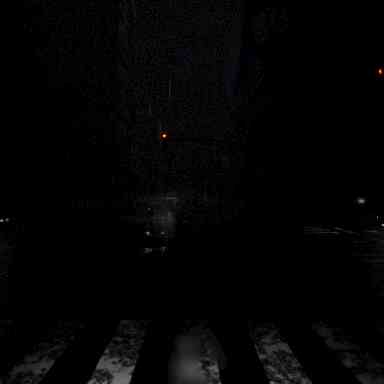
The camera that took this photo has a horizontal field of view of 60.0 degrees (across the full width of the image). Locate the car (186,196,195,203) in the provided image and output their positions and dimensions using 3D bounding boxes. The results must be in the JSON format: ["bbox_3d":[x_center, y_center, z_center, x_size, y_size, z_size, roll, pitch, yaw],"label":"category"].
[{"bbox_3d":[-0.242,1.584,73.075,1.895,1.301,4.718,0,0,0],"label":"car"}]

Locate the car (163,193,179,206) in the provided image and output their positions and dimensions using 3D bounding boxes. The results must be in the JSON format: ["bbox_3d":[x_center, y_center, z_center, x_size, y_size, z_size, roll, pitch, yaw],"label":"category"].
[{"bbox_3d":[-3.286,1.208,52.197,2.150,2.045,5.566,0,0,0],"label":"car"}]

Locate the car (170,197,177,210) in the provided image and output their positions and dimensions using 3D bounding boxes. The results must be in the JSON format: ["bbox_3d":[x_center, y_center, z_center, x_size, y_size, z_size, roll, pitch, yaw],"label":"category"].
[{"bbox_3d":[-3.261,1.592,41.610,1.895,1.301,4.718,0,0,0],"label":"car"}]

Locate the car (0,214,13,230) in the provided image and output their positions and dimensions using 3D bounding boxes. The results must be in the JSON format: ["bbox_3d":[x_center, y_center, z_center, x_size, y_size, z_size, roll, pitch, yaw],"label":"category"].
[{"bbox_3d":[-11.829,1.435,16.309,5.357,1.411,2.033,0,1,0],"label":"car"}]

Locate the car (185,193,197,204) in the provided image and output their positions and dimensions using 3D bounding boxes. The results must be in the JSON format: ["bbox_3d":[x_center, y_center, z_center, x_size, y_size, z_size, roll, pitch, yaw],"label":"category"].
[{"bbox_3d":[-0.119,1.480,61.566,2.128,1.511,4.902,0,0,0],"label":"car"}]

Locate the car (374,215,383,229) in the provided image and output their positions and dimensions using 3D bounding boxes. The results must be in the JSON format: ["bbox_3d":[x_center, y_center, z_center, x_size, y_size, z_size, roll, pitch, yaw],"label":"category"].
[{"bbox_3d":[13.487,1.653,19.654,4.718,1.301,1.895,0,1,0],"label":"car"}]

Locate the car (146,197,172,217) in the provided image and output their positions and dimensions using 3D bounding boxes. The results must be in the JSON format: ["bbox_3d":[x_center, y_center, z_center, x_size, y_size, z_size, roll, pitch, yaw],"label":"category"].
[{"bbox_3d":[-3.221,1.519,31.650,1.812,1.442,4.674,0,0,-1],"label":"car"}]
